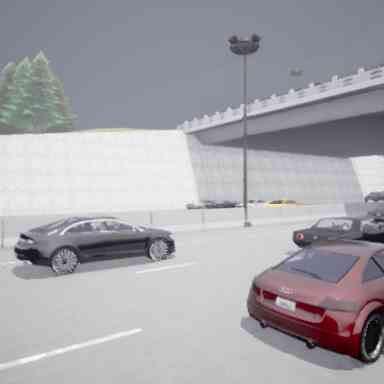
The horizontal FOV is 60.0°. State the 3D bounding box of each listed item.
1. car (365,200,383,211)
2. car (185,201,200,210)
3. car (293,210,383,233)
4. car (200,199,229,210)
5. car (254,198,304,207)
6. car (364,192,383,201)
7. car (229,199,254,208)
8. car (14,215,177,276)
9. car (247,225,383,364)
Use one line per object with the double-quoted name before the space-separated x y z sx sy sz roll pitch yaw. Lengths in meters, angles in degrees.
"car" 13.636 1.459 22.105 5.357 1.411 2.033 0 0 -35
"car" 1.583 1.520 39.540 4.718 1.301 1.895 0 0 -36
"car" 5.926 1.558 12.289 4.718 1.301 1.895 0 0 -36
"car" 3.647 1.518 36.714 4.718 1.301 1.895 0 0 -36
"car" 8.544 1.388 31.610 5.008 1.535 1.882 0 0 -36
"car" 35.104 0.966 63.408 5.566 2.045 2.150 0 0 -36
"car" 6.442 1.438 34.408 4.674 1.442 1.812 0 0 -36
"car" -2.771 1.482 10.398 4.902 1.511 2.128 0 0 -35
"car" 2.964 1.544 5.886 4.181 1.385 1.994 0 0 -35
